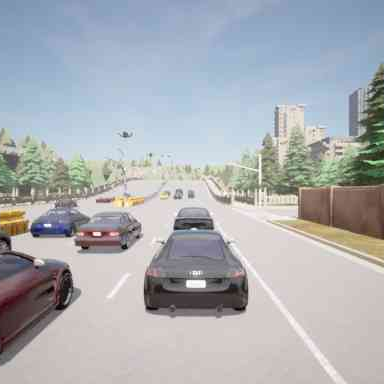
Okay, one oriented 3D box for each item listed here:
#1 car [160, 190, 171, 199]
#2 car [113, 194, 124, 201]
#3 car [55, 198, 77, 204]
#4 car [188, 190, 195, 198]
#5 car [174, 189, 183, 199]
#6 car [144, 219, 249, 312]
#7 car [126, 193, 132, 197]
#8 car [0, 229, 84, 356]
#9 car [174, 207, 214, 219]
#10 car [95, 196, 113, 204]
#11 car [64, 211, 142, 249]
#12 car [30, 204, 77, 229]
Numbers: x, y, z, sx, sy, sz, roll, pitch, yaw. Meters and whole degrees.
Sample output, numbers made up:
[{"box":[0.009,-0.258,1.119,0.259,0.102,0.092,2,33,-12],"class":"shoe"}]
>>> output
[{"box":[-7.192,1.024,86.944,1.882,1.535,5.008,0,3,0],"class":"car"},{"box":[-17.620,1.557,75.823,1.895,1.301,4.718,0,0,0],"class":"car"},{"box":[-17.640,1.564,46.622,1.994,1.385,4.181,0,0,0],"class":"car"},{"box":[-0.213,0.839,90.101,1.837,1.490,4.892,0,4,0],"class":"car"},{"box":[-3.692,0.903,86.930,2.097,1.767,4.553,0,3,0],"class":"car"},{"box":[0.088,1.564,7.780,1.994,1.385,4.181,0,0,1],"class":"car"},{"box":[-17.715,0.832,90.365,1.895,1.301,4.718,0,3,0],"class":"car"},{"box":[-3.410,1.564,5.172,1.994,1.385,4.181,0,0,0],"class":"car"},{"box":[0.084,1.478,16.770,1.882,1.535,5.008,0,0,0],"class":"car"},{"box":[-17.583,1.601,65.514,1.895,1.301,4.718,0,0,0],"class":"car"},{"box":[-3.408,1.547,14.412,2.033,1.411,5.357,0,0,0],"class":"car"},{"box":[-6.918,1.564,17.972,1.994,1.385,4.181,0,0,0],"class":"car"}]
